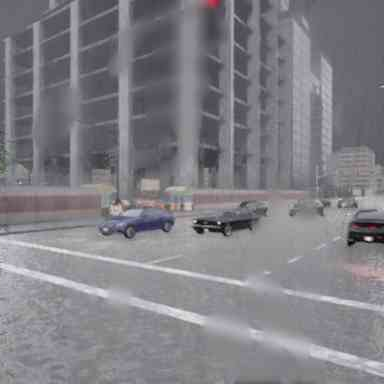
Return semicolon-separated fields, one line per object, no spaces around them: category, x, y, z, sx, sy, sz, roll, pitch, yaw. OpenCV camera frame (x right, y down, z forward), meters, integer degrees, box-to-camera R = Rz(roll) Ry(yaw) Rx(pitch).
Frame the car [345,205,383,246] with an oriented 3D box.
car;8.059;1.501;14.448;1.837;1.490;4.892;0;0;36

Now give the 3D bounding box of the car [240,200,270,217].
car;5.054;1.481;28.489;1.837;1.490;4.892;0;0;36

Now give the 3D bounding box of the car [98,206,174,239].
car;-2.778;1.504;17.603;1.812;1.442;4.674;0;0;34

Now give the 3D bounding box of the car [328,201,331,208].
car;17.641;1.577;45.772;1.895;1.301;4.718;0;0;36

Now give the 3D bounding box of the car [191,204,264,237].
car;1.966;1.585;18.229;1.895;1.301;4.718;0;0;36

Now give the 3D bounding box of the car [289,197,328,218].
car;10.327;1.338;29.819;2.097;1.767;4.553;0;0;35

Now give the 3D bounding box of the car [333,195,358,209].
car;20.526;1.497;43.787;2.128;1.511;4.902;0;0;36
